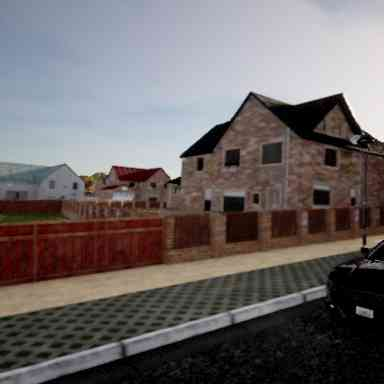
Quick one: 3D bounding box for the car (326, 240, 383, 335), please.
[{"bbox_3d":[4.566,1.509,6.322,5.008,1.535,1.882,1,0,-35],"label":"car"}]
